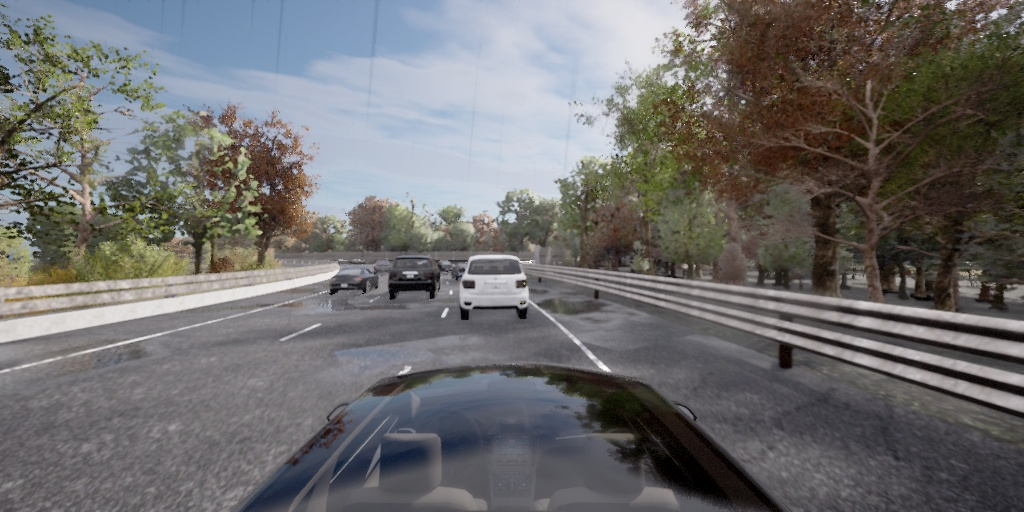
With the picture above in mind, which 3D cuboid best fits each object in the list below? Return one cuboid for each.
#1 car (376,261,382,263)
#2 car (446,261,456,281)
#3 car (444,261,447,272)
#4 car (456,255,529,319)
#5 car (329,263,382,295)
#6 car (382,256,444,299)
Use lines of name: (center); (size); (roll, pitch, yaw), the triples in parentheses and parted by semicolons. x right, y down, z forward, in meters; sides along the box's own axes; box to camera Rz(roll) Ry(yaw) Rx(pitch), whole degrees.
car: (-14.433, 1.304, 39.869); (2.128, 1.511, 4.902); (0, 0, -21)
car: (-4.217, 1.339, 31.088); (2.033, 1.411, 5.357); (0, 0, -15)
car: (-8.186, 1.336, 42.803); (1.812, 1.442, 4.674); (0, 0, -21)
car: (-0.744, 0.988, 13.107); (2.150, 2.045, 5.566); (0, 0, -6)
car: (-8.740, 1.308, 20.119); (1.812, 1.442, 4.674); (0, 0, -10)
car: (-4.920, 0.998, 18.620); (2.150, 2.045, 5.566); (0, 0, -8)
